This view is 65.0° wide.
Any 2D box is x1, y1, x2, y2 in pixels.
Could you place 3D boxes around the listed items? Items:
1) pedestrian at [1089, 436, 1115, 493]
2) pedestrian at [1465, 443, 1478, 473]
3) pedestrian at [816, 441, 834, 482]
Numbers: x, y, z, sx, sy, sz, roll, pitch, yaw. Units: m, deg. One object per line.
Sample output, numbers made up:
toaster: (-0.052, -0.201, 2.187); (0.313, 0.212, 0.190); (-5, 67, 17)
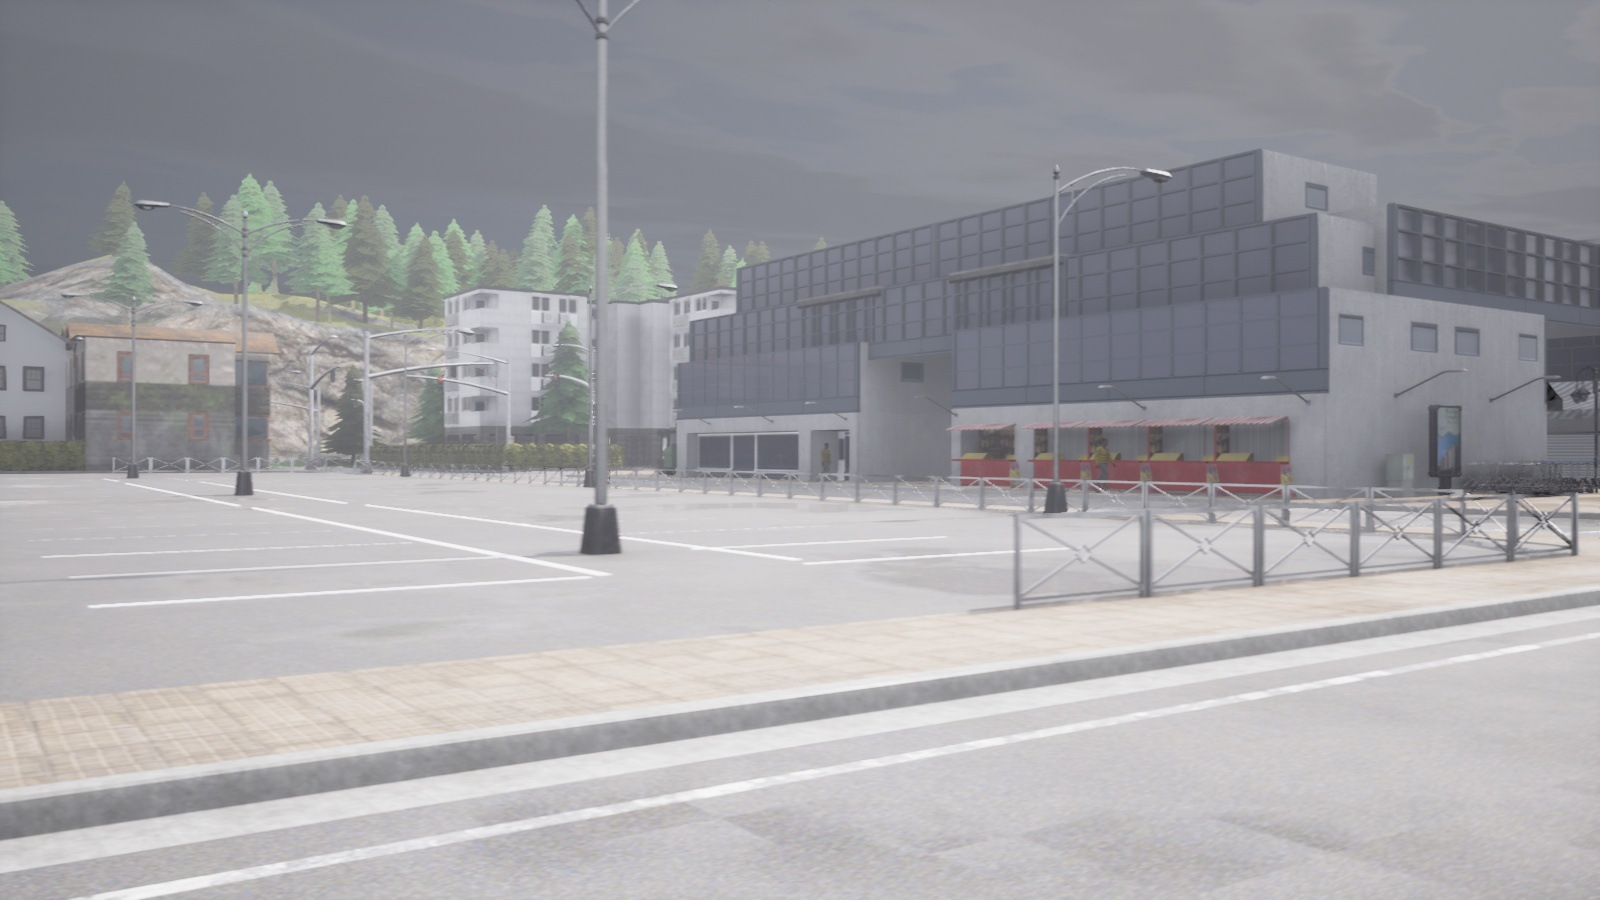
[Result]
pedestrian: (9.978, 0.471, 41.446); (0.431, 1.840, 0.709); (0, 0, -37)
pedestrian: (40.880, 0.491, 76.448); (0.345, 1.836, 0.594); (0, 0, -36)
pedestrian: (1.131, 0.528, 57.092); (0.431, 1.840, 0.709); (0, 0, -38)
